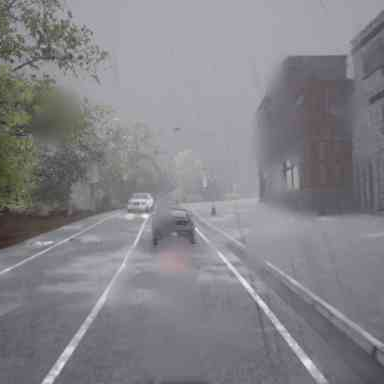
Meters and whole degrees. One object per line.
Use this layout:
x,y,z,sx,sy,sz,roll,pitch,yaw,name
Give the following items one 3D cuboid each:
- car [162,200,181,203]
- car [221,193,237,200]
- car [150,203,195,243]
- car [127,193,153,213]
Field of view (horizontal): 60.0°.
-2.120,1.469,33.649,1.994,1.385,4.181,0,0,-1,car
8.341,0.934,75.296,2.097,1.767,4.553,-4,-2,39,car
-0.920,1.500,15.962,1.837,1.490,4.892,0,0,-5,car
-5.554,1.124,36.227,2.150,2.045,5.566,0,0,2,car
